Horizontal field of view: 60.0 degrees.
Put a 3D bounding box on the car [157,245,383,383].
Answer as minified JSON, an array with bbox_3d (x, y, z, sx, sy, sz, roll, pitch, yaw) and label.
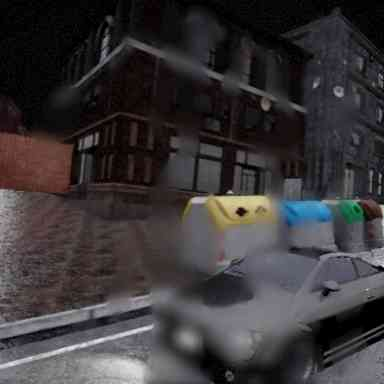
[{"bbox_3d":[1.574,1.571,5.120,4.181,1.385,1.994,0,0,-36],"label":"car"}]
